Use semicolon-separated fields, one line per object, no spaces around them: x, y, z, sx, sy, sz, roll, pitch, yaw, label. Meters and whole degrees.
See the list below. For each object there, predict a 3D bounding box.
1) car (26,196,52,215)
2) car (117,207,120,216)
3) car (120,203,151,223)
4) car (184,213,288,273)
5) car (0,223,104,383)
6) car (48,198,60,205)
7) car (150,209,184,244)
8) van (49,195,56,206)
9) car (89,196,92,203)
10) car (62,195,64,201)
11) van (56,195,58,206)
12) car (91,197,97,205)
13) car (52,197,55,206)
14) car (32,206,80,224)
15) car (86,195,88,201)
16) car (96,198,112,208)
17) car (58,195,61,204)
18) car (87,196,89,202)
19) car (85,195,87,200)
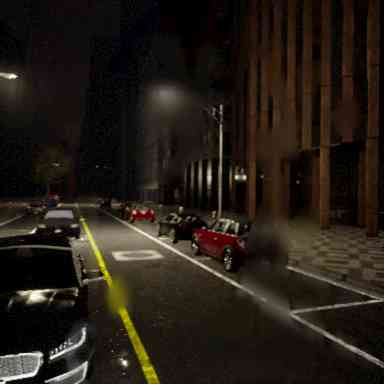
-16.267;1.553;35.150;1.967;1.590;4.097;1;-1;-20;car
-6.322;1.788;32.720;1.947;1.339;4.313;1;-1;-20;car
-4.387;1.638;27.383;1.967;1.590;4.097;1;-1;-20;car
1.416;1.565;11.369;1.967;1.590;4.097;1;-1;-20;car
-2.609;1.520;5.264;1.837;1.490;4.892;1;-1;-20;car
-27.873;1.829;67.177;1.947;1.339;4.313;1;-1;-20;car
-0.520;1.715;16.706;1.947;1.339;4.313;1;-1;-20;car
-20.134;1.504;45.827;1.690;1.788;3.998;1;-1;-20;van
-21.795;2.006;75.424;1.802;1.307;4.206;1;-1;-20;car
-29.804;1.604;72.517;2.192;1.841;5.009;1;-1;-20;car
-22.068;1.529;51.165;1.690;1.788;3.998;1;-1;-20;van
-17.927;1.923;64.748;2.008;1.369;4.403;1;-1;-20;car
-18.203;1.688;40.487;2.008;1.369;4.403;1;-1;-20;car
-6.854;1.634;17.241;1.994;1.385;4.181;1;-1;-20;car
-25.664;2.058;86.100;1.802;1.307;4.206;1;-1;-20;car
-14.059;1.904;54.072;1.802;1.307;4.206;1;-1;-20;car
-24.002;1.528;56.503;2.192;1.841;5.009;1;-1;-20;car
-23.787;1.976;80.922;1.752;1.417;4.829;1;-1;-20;car
-27.596;1.944;91.439;1.967;1.590;4.097;1;-1;-20;car
